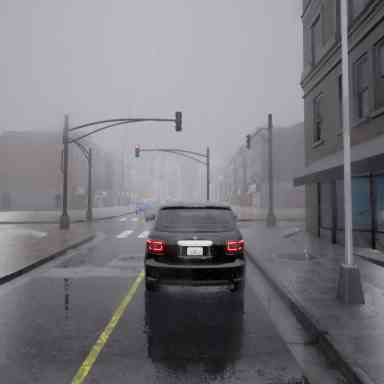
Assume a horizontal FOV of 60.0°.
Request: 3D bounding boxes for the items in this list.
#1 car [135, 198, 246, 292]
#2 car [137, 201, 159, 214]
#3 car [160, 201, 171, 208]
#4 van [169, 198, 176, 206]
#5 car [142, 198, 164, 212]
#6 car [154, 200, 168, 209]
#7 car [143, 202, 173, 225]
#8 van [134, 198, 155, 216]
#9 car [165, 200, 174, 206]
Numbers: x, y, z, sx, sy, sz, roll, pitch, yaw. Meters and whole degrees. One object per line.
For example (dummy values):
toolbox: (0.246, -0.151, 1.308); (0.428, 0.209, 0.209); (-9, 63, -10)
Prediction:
car: (0.084, 1.195, 8.991); (2.150, 2.045, 5.566); (0, 0, 1)
car: (-5.226, 1.849, 40.091); (2.008, 1.369, 4.403); (2, -1, 0)
car: (-5.173, 2.385, 66.232); (1.802, 1.307, 4.206); (2, -1, 0)
van: (-5.126, 2.617, 87.393); (1.690, 1.788, 3.998); (1, -1, 0)
car: (-5.208, 1.703, 45.080); (2.192, 1.841, 5.009); (2, -1, 0)
car: (-5.194, 2.133, 55.654); (1.887, 1.381, 4.507); (2, -1, 0)
car: (-2.644, 1.651, 26.925); (1.837, 1.490, 4.892); (0, 0, 0)
van: (-5.226, 1.580, 36.775); (1.690, 1.788, 3.998); (2, -1, 0)
car: (-5.151, 2.577, 76.811); (1.887, 1.381, 4.507); (1, -1, 0)
